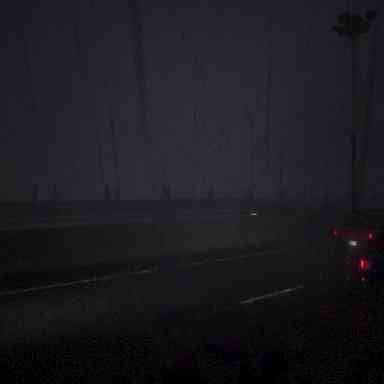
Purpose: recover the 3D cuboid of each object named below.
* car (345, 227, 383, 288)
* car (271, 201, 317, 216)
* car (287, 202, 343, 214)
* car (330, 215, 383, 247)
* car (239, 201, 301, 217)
[{"bbox_3d":[5.927,1.599,7.976,4.718,1.301,1.895,0,0,-36],"label":"car"},{"bbox_3d":[10.039,1.595,32.623,4.718,1.301,1.895,0,0,-35],"label":"car"},{"bbox_3d":[9.130,1.596,23.396,4.718,1.301,1.895,0,0,-35],"label":"car"},{"bbox_3d":[7.774,1.597,13.592,4.718,1.301,1.895,0,0,-36],"label":"car"},{"bbox_3d":[5.750,1.501,25.285,4.892,1.490,1.837,0,0,-35],"label":"car"}]
